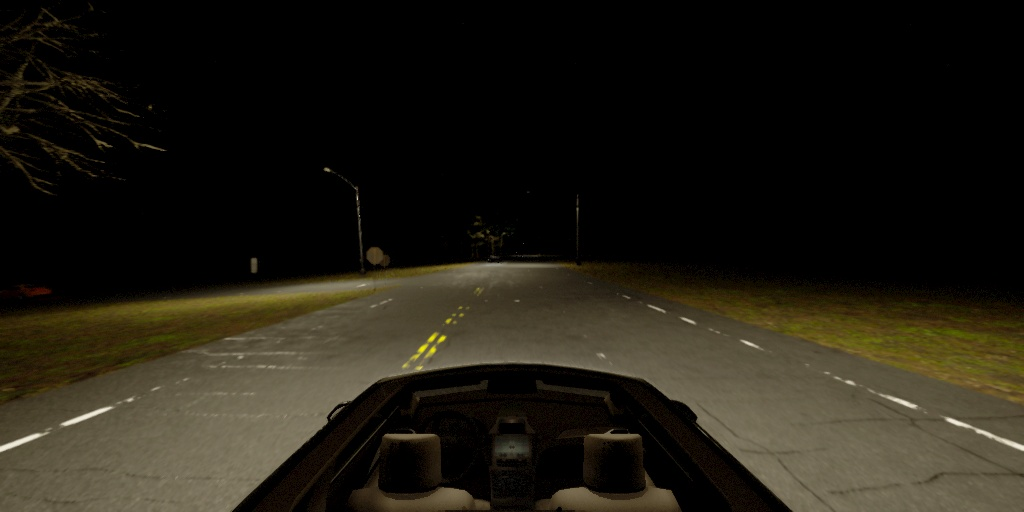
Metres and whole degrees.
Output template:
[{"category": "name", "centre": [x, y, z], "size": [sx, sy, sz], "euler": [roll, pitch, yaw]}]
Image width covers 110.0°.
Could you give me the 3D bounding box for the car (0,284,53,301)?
[{"category": "car", "centre": [-48.900, 3.596, 35.591], "size": [5.008, 1.535, 1.882], "euler": [-3, 2, 1]}]

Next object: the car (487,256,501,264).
[{"category": "car", "centre": [-2.886, 0.621, 58.219], "size": [1.895, 1.301, 4.718], "euler": [0, 1, 2]}]
